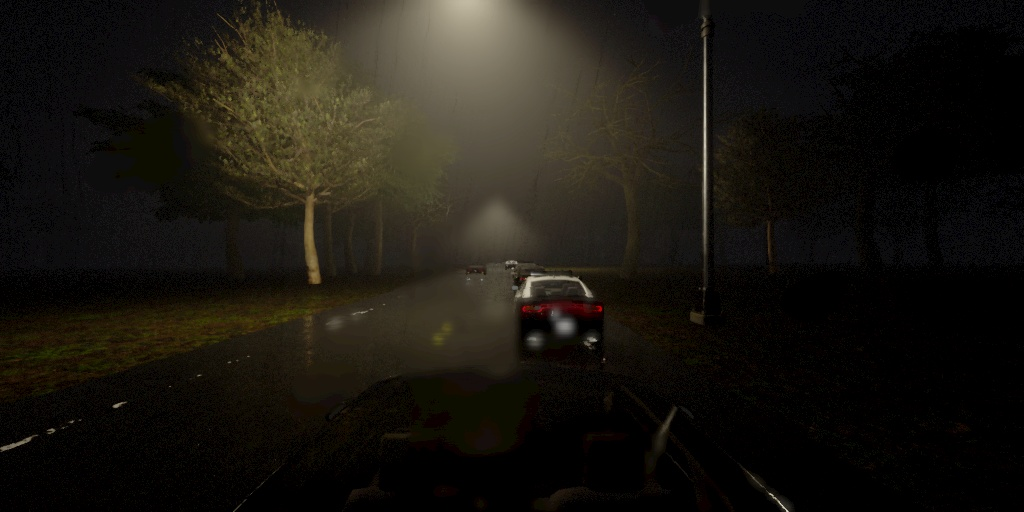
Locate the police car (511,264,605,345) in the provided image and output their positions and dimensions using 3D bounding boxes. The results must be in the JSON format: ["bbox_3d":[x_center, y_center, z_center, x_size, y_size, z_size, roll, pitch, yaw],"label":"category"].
[{"bbox_3d":[1.033,1.178,9.623,1.930,1.638,5.238,0,0,0],"label":"police car"}]

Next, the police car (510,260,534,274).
[{"bbox_3d":[1.001,1.185,25.626,1.930,1.638,5.238,0,0,0],"label":"police car"}]

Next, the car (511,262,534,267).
[{"bbox_3d":[1.013,1.263,19.516,1.837,1.490,4.892,0,0,0],"label":"car"}]

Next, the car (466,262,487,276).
[{"bbox_3d":[-3.674,1.335,37.941,1.994,1.385,4.181,0,0,0],"label":"car"}]

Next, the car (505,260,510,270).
[{"bbox_3d":[-0.037,1.393,52.779,1.895,1.301,4.718,0,0,0],"label":"car"}]
